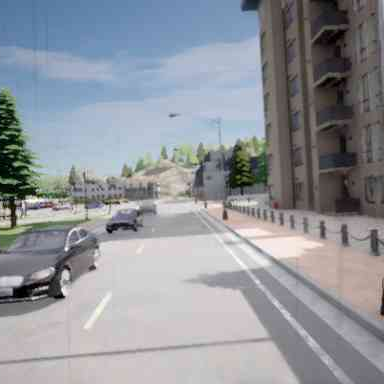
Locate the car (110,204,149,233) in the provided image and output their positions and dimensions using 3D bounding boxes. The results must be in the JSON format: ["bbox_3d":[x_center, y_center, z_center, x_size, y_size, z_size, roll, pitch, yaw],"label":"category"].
[{"bbox_3d":[-4.379,1.838,22.342,2.033,1.411,5.357,-3,0,-2],"label":"car"}]

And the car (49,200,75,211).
[{"bbox_3d":[-27.511,3.141,70.815,3.806,1.475,1.970,-3,0,-2],"label":"car"}]

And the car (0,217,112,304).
[{"bbox_3d":[-3.853,1.733,9.049,2.128,1.511,4.902,-3,0,-2],"label":"car"}]

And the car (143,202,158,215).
[{"bbox_3d":[-4.943,1.872,38.066,1.812,1.442,4.674,-3,0,-2],"label":"car"}]

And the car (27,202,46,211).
[{"bbox_3d":[-38.958,3.776,82.357,3.633,1.501,1.845,-3,0,-2],"label":"car"}]

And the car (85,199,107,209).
[{"bbox_3d":[-19.991,2.676,68.135,3.633,1.501,1.845,-3,0,-2],"label":"car"}]

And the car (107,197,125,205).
[{"bbox_3d":[-20.614,2.462,86.710,4.605,1.855,1.932,-3,0,-2],"label":"car"}]

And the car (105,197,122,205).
[{"bbox_3d":[-21.143,2.478,89.596,3.866,1.878,1.905,-3,0,-2],"label":"car"}]
